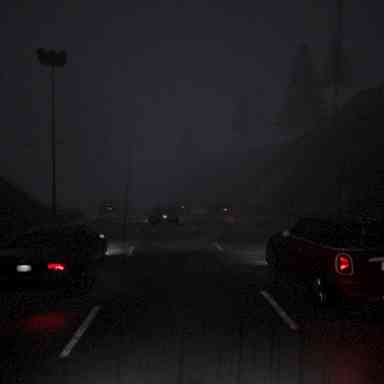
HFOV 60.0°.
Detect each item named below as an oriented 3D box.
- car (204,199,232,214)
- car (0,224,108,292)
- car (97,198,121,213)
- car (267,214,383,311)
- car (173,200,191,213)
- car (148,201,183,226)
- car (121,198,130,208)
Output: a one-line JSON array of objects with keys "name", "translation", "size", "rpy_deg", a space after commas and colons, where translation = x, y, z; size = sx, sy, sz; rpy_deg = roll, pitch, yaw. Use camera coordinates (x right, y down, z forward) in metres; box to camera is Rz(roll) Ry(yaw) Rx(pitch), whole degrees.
[{"name": "car", "translation": [2.712, 1.485, 35.115], "size": [1.837, 1.490, 4.892], "rpy_deg": [0, 0, -15]}, {"name": "car", "translation": [-3.631, 1.596, 9.216], "size": [2.033, 1.411, 5.357], "rpy_deg": [-1, 0, -5]}, {"name": "car", "translation": [-10.314, 1.647, 40.352], "size": [1.837, 1.490, 4.892], "rpy_deg": [1, -1, -23]}, {"name": "car", "translation": [3.314, 1.314, 7.911], "size": [2.097, 1.767, 4.553], "rpy_deg": [-1, 0, -3]}, {"name": "car", "translation": [-1.562, 1.597, 37.342], "size": [1.994, 1.385, 4.181], "rpy_deg": [-1, 0, -17]}, {"name": "car", "translation": [-2.099, 1.599, 23.673], "size": [1.994, 1.385, 4.181], "rpy_deg": [-1, 0, -10]}, {"name": "car", "translation": [-10.581, 1.641, 48.866], "size": [2.128, 1.511, 4.902], "rpy_deg": [0, 0, -29]}]
